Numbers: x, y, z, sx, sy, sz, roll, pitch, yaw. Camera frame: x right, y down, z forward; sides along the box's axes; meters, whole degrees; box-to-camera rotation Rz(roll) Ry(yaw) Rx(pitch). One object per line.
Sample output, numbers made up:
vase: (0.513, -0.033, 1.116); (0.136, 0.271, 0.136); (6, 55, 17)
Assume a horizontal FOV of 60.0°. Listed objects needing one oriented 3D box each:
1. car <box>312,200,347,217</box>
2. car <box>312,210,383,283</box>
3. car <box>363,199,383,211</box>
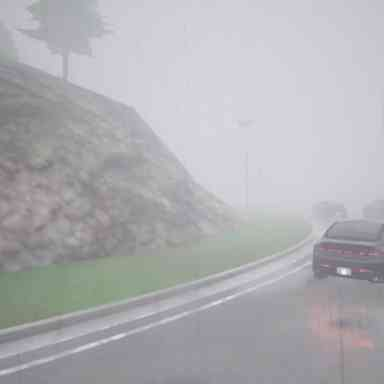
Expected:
car: (11.854, 1.507, 28.910); (1.837, 1.490, 4.892); (0, 0, 5)
car: (4.861, 1.496, 9.262); (1.837, 1.490, 4.892); (0, 0, 38)
car: (14.950, 1.302, 25.682); (2.097, 1.767, 4.553); (-1, 0, 9)
